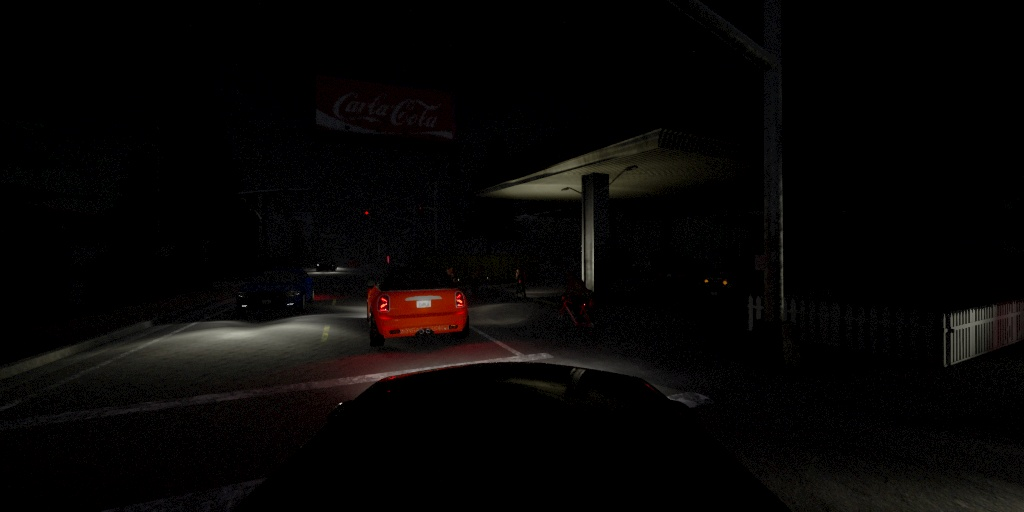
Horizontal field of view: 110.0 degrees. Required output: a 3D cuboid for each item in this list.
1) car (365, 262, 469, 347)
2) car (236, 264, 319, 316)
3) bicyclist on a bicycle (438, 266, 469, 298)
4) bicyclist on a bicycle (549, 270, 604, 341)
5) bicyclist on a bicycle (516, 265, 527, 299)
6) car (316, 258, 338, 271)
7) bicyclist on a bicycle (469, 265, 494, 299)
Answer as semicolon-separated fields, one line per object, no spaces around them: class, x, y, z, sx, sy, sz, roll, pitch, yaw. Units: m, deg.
car;-2.672;1.022;9.438;2.097;1.767;4.553;0;0;-23
car;-8.723;1.191;13.559;1.882;1.535;5.008;1;-1;-24
bicyclist on a bicycle;-2.924;1.267;16.453;1.656;1.620;0.582;1;0;36
bicyclist on a bicycle;1.551;1.188;8.824;0.582;1.620;1.656;3;-2;-44
bicyclist on a bicycle;0.464;1.294;18.014;0.582;1.620;1.656;0;0;15
car;-24.188;1.106;46.702;2.097;1.767;4.553;0;0;-25
bicyclist on a bicycle;-1.642;1.296;17.860;1.656;1.620;0.582;1;0;-22
